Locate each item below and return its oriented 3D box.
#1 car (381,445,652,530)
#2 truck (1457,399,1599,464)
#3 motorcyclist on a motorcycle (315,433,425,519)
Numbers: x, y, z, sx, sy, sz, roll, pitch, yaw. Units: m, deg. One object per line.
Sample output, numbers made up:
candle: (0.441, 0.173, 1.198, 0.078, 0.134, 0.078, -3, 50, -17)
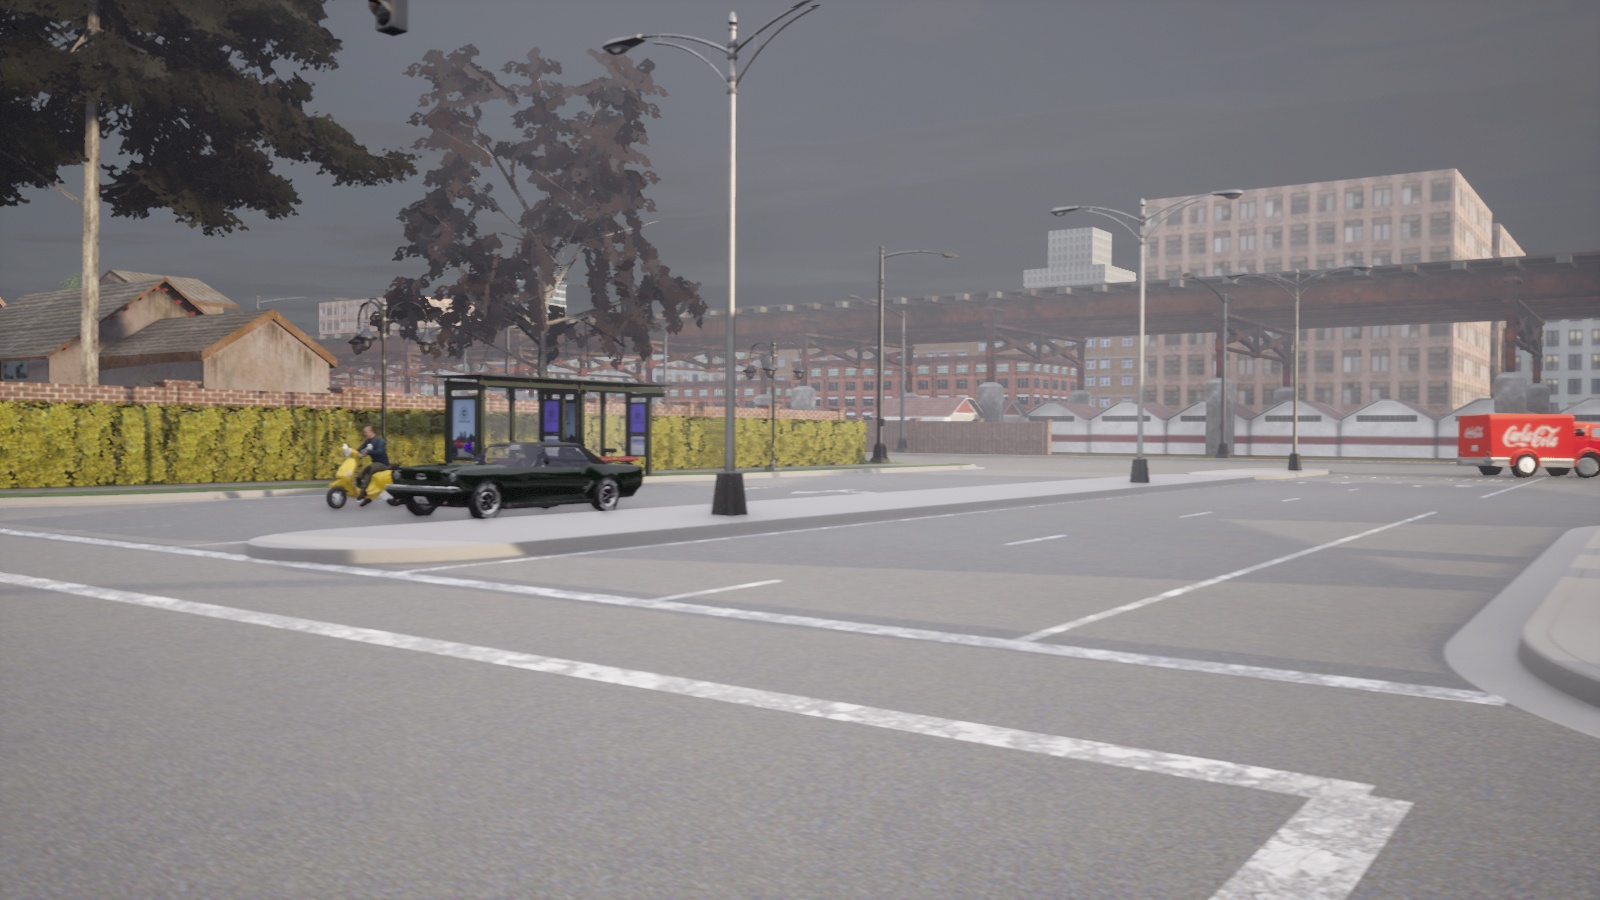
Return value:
car: (-4.968, 0.599, 22.681, 1.895, 1.301, 4.718, 0, 1, 35)
truck: (29.120, -0.685, 49.320, 5.204, 2.467, 2.627, 0, -1, -2)
motorcyclist on a motorcycle: (-8.240, 0.468, 24.127, 0.866, 1.590, 1.817, 0, 1, 34)
